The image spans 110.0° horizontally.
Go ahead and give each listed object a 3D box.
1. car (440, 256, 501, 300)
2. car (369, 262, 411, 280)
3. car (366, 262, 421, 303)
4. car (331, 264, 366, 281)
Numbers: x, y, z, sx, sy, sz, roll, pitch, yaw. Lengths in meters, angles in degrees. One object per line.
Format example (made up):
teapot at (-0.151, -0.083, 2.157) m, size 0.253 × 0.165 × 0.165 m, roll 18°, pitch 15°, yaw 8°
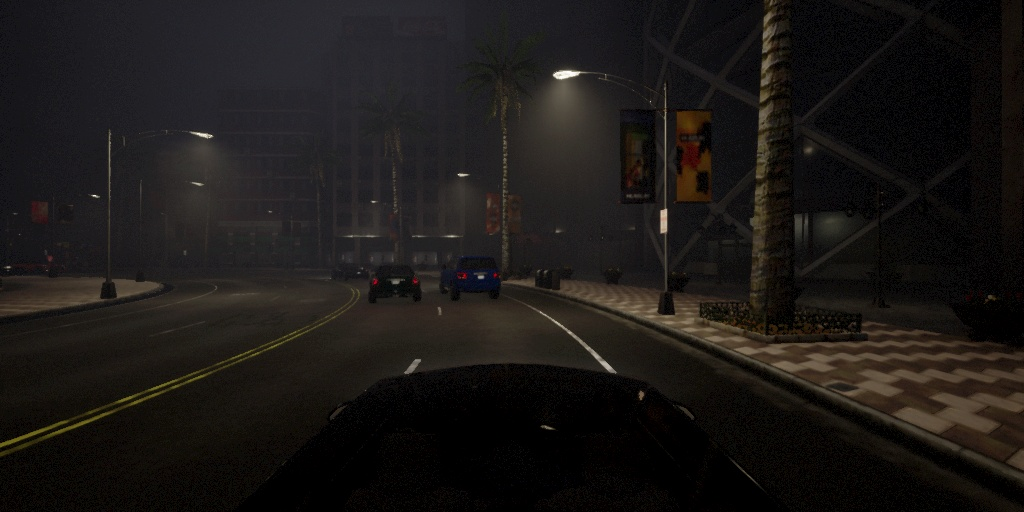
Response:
car at (-2.218, 1.008, 18.034) m, size 2.150 × 2.045 × 5.566 m, roll 0°, pitch 0°, yaw -19°
car at (-11.153, 1.283, 32.616) m, size 1.812 × 1.442 × 4.674 m, roll 0°, pitch 0°, yaw -44°
car at (-5.505, 1.116, 16.831) m, size 2.097 × 1.767 × 4.553 m, roll 0°, pitch 0°, yaw -19°
car at (-13.678, 1.322, 30.192) m, size 1.994 × 1.385 × 4.181 m, roll 0°, pitch 0°, yaw -44°
